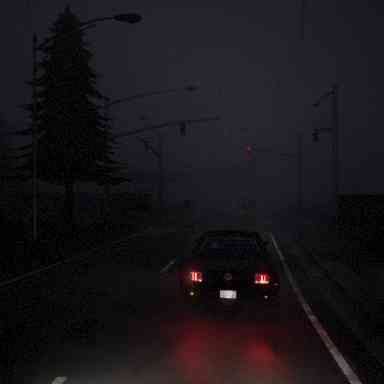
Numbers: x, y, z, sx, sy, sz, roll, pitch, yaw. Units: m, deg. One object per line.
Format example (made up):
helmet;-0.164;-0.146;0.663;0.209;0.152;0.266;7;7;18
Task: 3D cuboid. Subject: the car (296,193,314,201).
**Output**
car;27.239;1.077;79.992;3.866;1.878;1.905;0;0;10

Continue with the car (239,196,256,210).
car;7.181;1.352;43.278;2.097;1.767;4.553;0;0;10

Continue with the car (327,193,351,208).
car;20.193;1.331;43.072;5.027;1.636;2.152;0;0;10

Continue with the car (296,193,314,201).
car;26.063;1.361;76.823;3.806;1.475;1.970;0;0;10

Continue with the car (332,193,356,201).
car;34.421;1.097;75.395;4.605;1.855;1.932;0;0;10

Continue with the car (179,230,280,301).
car;0.980;1.601;8.337;1.895;1.301;4.718;0;0;8
